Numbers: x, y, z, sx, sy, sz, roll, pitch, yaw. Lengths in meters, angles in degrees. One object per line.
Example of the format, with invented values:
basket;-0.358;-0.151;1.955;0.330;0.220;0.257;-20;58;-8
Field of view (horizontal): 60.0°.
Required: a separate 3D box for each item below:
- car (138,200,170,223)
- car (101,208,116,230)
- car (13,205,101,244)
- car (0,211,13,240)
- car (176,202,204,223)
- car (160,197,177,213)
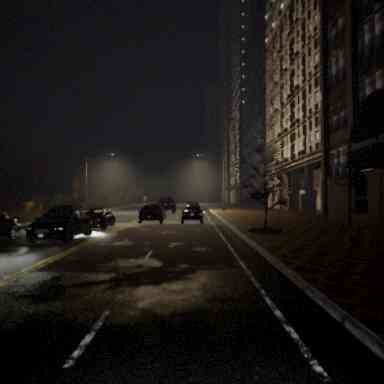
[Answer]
car;-3.225;1.735;27.757;1.882;1.535;5.008;0;0;0
car;-6.491;1.766;22.509;1.994;1.385;4.181;0;-1;0
car;-6.502;1.637;16.769;2.128;1.511;4.902;0;-1;0
car;-9.754;1.622;15.241;2.128;1.511;4.902;0;-1;0
car;0.029;1.810;28.178;2.033;1.411;5.357;0;-1;0
car;-3.172;1.656;43.359;2.150;2.045;5.566;0;-1;0
